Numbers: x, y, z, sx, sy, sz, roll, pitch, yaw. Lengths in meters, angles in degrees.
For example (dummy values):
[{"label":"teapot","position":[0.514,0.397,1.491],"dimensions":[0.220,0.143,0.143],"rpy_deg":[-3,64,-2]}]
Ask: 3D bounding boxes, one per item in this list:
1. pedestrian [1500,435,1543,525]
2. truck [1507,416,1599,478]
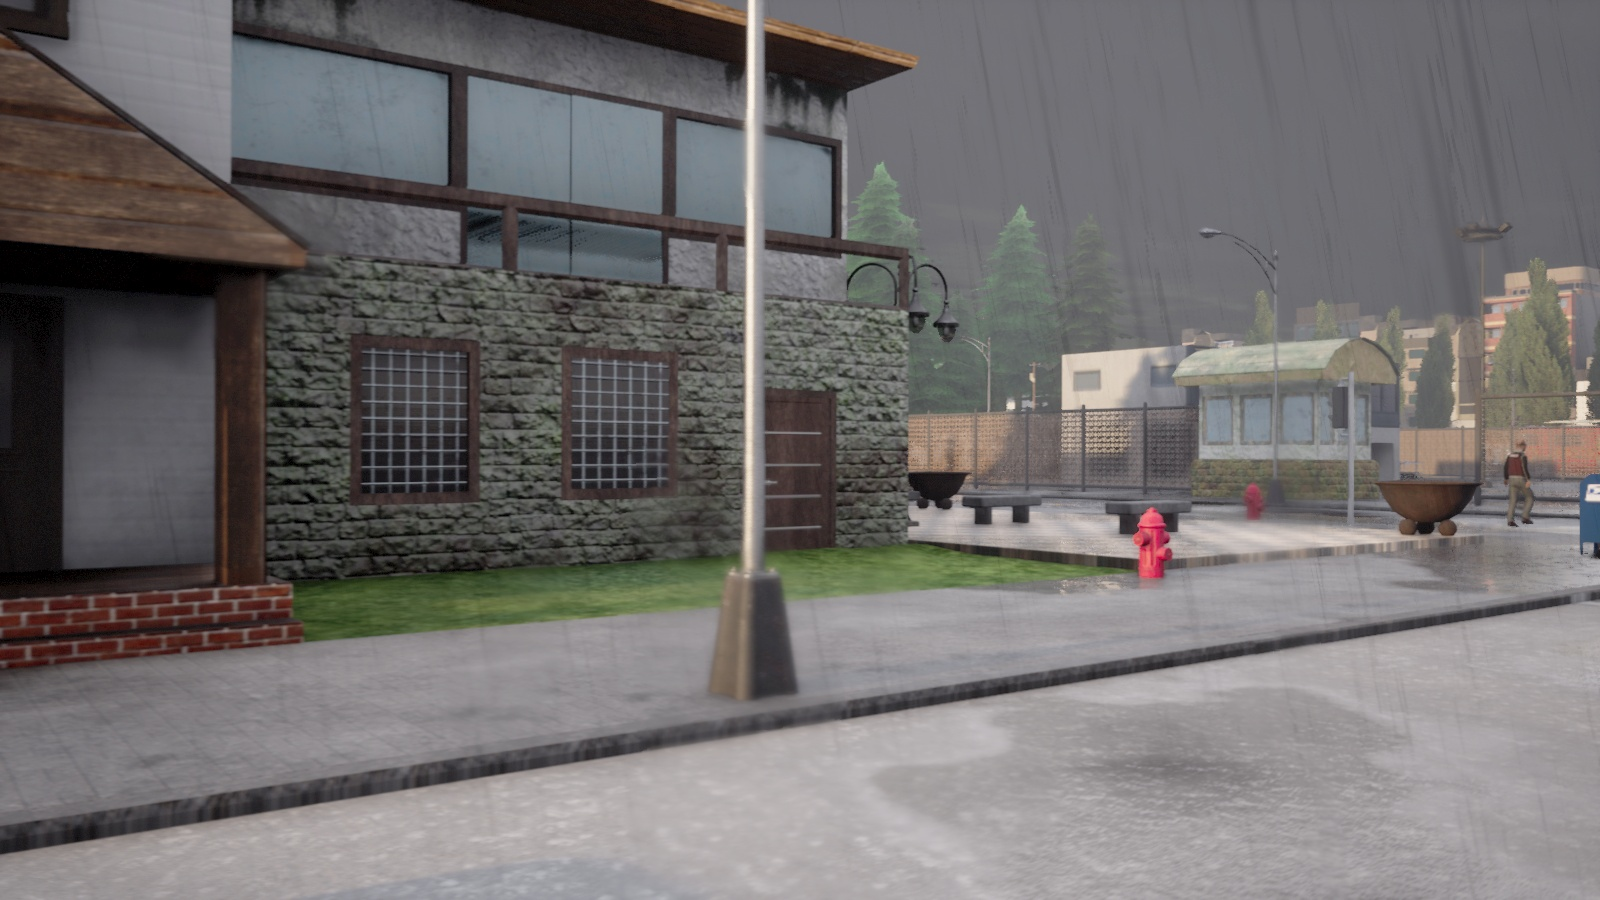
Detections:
[{"label":"pedestrian","position":[14.961,0.611,26.050],"dimensions":[0.720,1.854,0.376],"rpy_deg":[0,0,-18]},{"label":"truck","position":[50.317,-0.187,80.303],"dimensions":[2.891,3.827,8.468],"rpy_deg":[0,0,-37]}]
